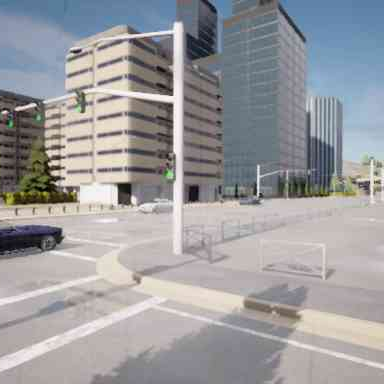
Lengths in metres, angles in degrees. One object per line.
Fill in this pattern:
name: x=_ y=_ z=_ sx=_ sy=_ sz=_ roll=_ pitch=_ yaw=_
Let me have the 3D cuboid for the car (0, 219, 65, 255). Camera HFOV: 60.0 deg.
car: x=-6.856 y=1.573 z=11.425 sx=1.895 sy=1.301 sz=4.718 roll=0 pitch=0 yaw=33

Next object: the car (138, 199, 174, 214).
car: x=-3.594 y=1.473 z=35.072 sx=1.812 sy=1.442 sz=4.674 roll=0 pitch=0 yaw=34

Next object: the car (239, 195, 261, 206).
car: x=9.430 y=1.297 z=54.003 sx=2.097 sy=1.767 sz=4.553 roll=0 pitch=0 yaw=35
